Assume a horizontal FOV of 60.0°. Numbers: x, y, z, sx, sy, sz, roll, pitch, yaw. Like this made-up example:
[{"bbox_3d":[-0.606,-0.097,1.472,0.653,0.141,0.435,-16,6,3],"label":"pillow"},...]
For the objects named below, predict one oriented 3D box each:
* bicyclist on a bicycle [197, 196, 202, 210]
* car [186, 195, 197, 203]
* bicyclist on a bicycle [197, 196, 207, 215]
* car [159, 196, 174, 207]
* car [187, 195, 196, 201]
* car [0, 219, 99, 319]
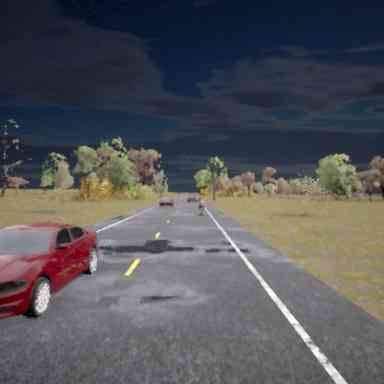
[{"bbox_3d":[0.950,1.348,40.618,0.582,1.620,1.656,0,0,0],"label":"bicyclist on a bicycle"},{"bbox_3d":[0.011,1.353,66.384,1.812,1.442,4.674,0,0,1],"label":"car"},{"bbox_3d":[0.964,1.356,31.169,0.866,1.612,1.509,0,0,0],"label":"bicyclist on a bicycle"},{"bbox_3d":[-3.596,1.355,47.282,1.882,1.535,5.008,0,0,0],"label":"car"},{"bbox_3d":[-0.024,1.337,77.301,2.033,1.411,5.357,0,0,0],"label":"car"},{"bbox_3d":[-3.602,1.459,7.584,1.882,1.535,5.008,0,0,0],"label":"car"}]
